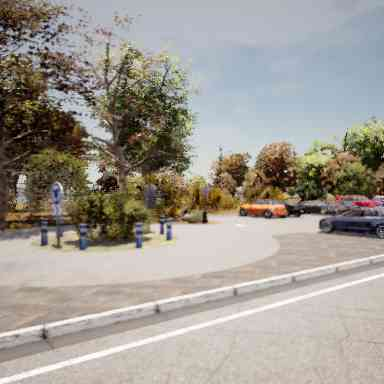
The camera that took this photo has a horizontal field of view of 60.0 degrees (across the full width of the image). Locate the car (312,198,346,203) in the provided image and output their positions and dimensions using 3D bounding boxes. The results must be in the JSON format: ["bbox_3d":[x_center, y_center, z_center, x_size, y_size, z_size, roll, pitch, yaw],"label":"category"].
[{"bbox_3d":[13.442,1.680,36.045,2.231,1.521,4.892,1,0,-35],"label":"car"}]

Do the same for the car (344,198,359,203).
[{"bbox_3d":[15.670,1.734,37.567,2.163,1.488,4.792,1,0,-35],"label":"car"}]

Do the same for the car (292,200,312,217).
[{"bbox_3d":[8.727,1.625,32.715,2.097,1.535,5.008,1,0,-35],"label":"car"}]

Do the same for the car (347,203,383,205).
[{"bbox_3d":[11.472,1.614,19.274,2.002,1.452,4.674,1,0,-35],"label":"car"}]

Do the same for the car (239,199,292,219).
[{"bbox_3d":[6.536,1.474,31.141,2.185,1.767,4.553,1,0,-35],"label":"car"}]

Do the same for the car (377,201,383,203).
[{"bbox_3d":[15.989,1.624,22.676,1.946,1.575,5.366,1,0,-35],"label":"car"}]

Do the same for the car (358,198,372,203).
[{"bbox_3d":[17.979,1.761,39.192,2.163,1.488,4.792,1,0,-35],"label":"car"}]

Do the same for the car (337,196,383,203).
[{"bbox_3d":[20.290,1.507,40.819,2.435,2.045,5.566,1,0,-35],"label":"car"}]

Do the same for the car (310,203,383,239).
[{"bbox_3d":[9.145,1.577,17.670,2.163,1.488,4.792,1,0,-35],"label":"car"}]
